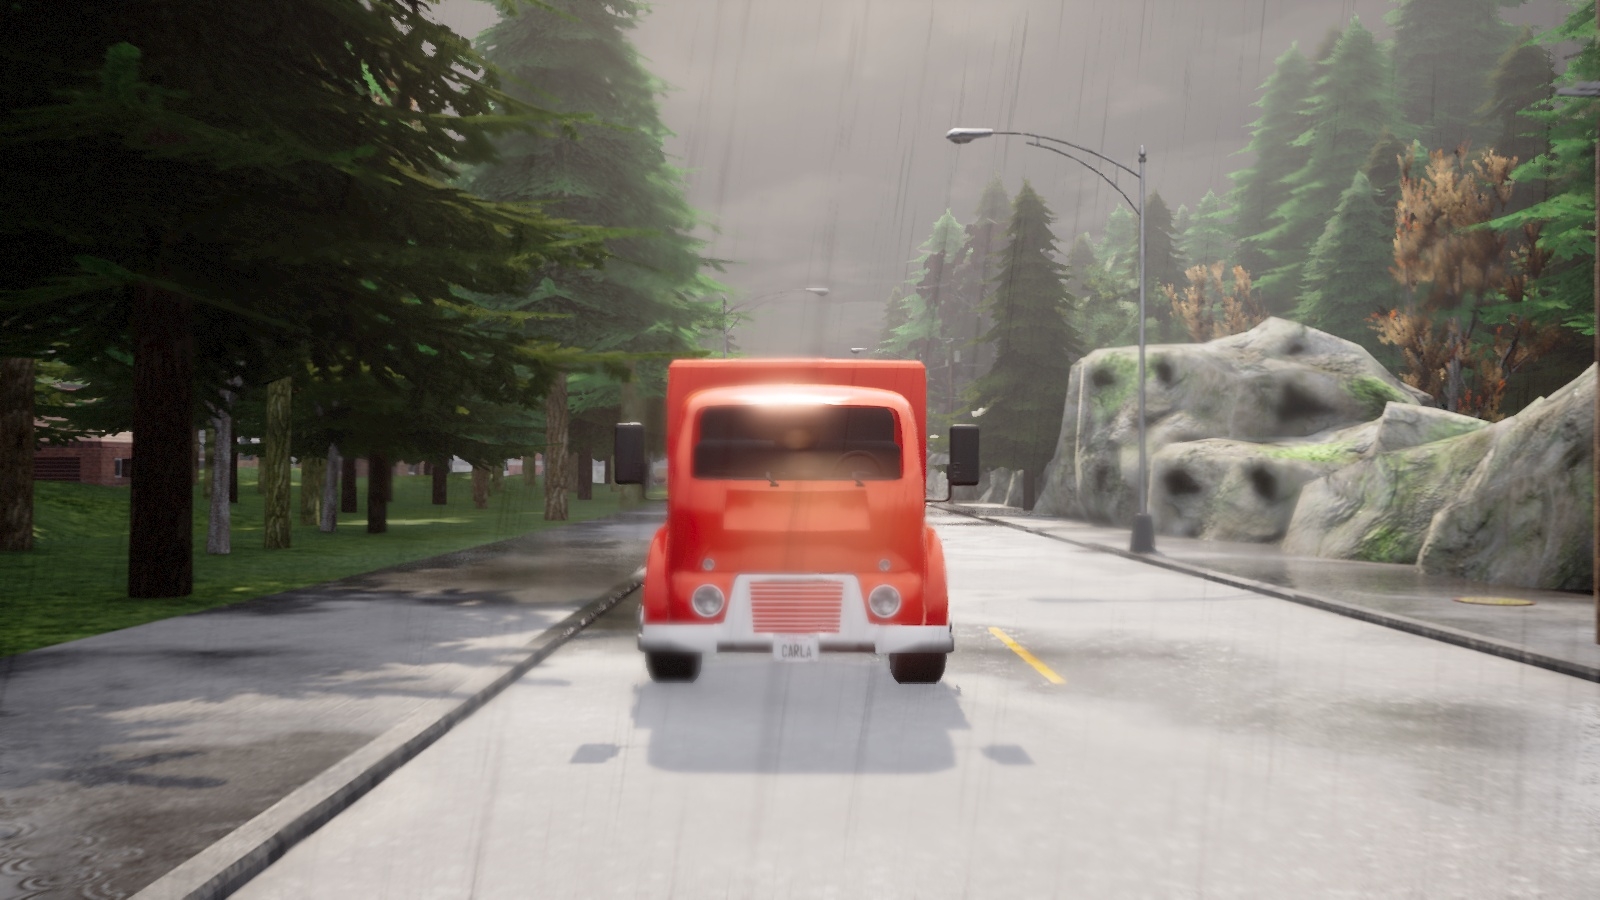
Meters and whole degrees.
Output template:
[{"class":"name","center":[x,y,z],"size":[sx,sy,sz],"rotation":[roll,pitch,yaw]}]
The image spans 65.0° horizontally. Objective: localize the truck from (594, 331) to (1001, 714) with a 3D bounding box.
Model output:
[{"class":"truck","center":[-0.028,0.507,10.732],"size":[2.627,2.467,5.204],"rotation":[0,-1,0]}]
